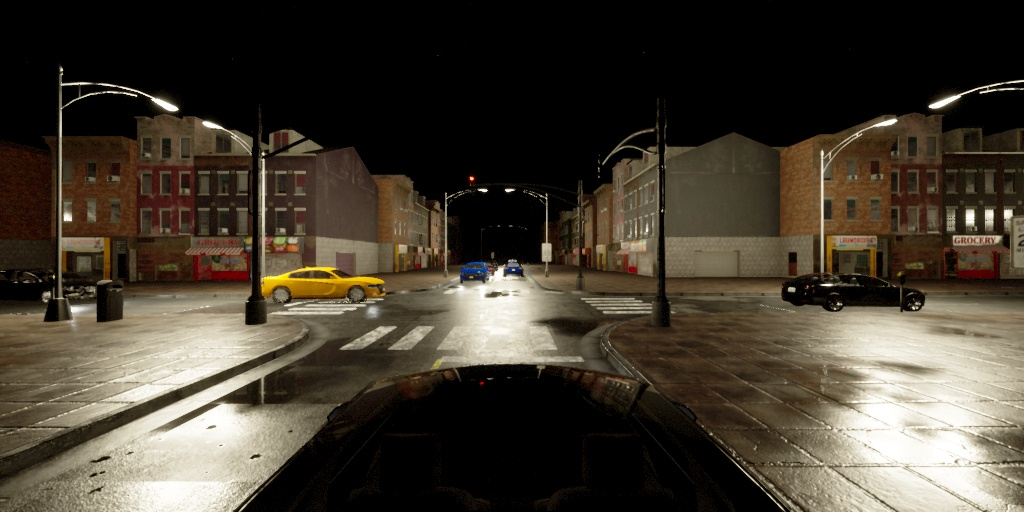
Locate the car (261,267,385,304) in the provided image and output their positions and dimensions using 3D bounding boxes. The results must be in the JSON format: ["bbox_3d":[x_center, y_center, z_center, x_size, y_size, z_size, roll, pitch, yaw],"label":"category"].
[{"bbox_3d":[-8.269,1.250,15.981,5.008,1.535,1.882,0,0,-4],"label":"car"}]

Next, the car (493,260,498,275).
[{"bbox_3d":[-2.833,1.332,37.864,1.994,1.385,4.181,0,0,0],"label":"car"}]

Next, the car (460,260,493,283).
[{"bbox_3d":[-2.822,1.238,27.913,1.882,1.535,5.008,0,0,1],"label":"car"}]

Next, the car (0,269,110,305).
[{"bbox_3d":[-20.672,1.316,15.752,4.892,1.490,1.837,0,0,0],"label":"car"}]

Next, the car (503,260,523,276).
[{"bbox_3d":[0.133,1.331,36.924,1.994,1.385,4.181,0,0,0],"label":"car"}]

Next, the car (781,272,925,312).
[{"bbox_3d":[12.359,1.266,13.169,4.313,1.339,1.948,0,0,0],"label":"car"}]
